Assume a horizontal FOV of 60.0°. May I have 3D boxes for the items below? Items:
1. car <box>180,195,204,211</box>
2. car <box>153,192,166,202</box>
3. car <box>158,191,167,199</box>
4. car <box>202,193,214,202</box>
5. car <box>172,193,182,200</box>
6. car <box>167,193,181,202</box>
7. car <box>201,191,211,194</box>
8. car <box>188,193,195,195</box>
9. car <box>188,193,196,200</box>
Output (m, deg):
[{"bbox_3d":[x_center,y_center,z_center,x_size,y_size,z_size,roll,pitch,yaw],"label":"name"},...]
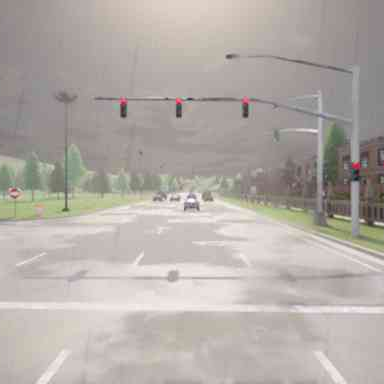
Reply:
[{"bbox_3d":[-0.036,1.393,38.058,2.033,1.411,5.357,0,0,0],"label":"car"},{"bbox_3d":[-7.065,1.242,69.081,1.812,1.442,4.674,0,0,0],"label":"car"},{"bbox_3d":[-7.075,0.737,79.112,2.150,2.045,5.566,0,0,0],"label":"car"},{"bbox_3d":[3.435,1.321,69.121,1.895,1.301,4.718,0,0,0],"label":"car"},{"bbox_3d":[-3.575,1.051,79.087,2.033,1.411,5.357,0,0,0],"label":"car"},{"bbox_3d":[-3.565,1.283,69.084,1.994,1.385,4.181,0,0,0],"label":"car"},{"bbox_3d":[3.425,0.737,79.122,2.150,2.045,5.566,0,0,0],"label":"car"},{"bbox_3d":[-0.065,1.072,69.057,2.097,1.767,4.553,0,0,0],"label":"car"},{"bbox_3d":[-0.075,1.012,79.090,1.837,1.490,4.892,0,0,0],"label":"car"}]
